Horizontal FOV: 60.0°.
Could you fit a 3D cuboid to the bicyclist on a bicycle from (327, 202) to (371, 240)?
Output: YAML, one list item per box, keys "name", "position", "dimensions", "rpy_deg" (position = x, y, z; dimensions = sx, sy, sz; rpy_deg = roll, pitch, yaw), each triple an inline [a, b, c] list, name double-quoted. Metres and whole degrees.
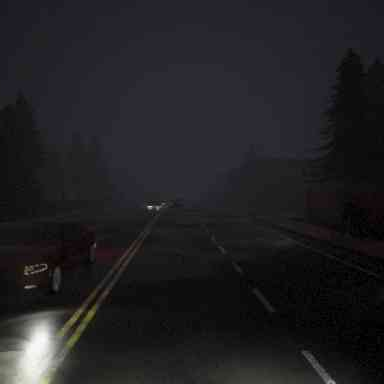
- name: "bicyclist on a bicycle"
  position: [6.844, 1.245, 14.547]
  dimensions: [1.656, 1.620, 0.582]
  rpy_deg: [-1, 0, 1]

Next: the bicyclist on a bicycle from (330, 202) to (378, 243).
- name: "bicyclist on a bicycle"
  position: [6.669, 1.246, 13.626]
  dimensions: [1.656, 1.620, 0.582]
  rpy_deg: [-1, 0, 25]

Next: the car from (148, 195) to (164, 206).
- name: "car"
  position: [-6.202, 1.604, 54.958]
  dimensions: [1.994, 1.385, 4.181]
  rpy_deg: [0, 0, -2]

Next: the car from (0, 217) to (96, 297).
- name: "car"
  position: [-3.975, 1.508, 8.927]
  dimensions: [1.882, 1.535, 5.008]
  rpy_deg: [0, 0, -3]

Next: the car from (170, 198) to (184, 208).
- name: "car"
  position: [-2.156, 1.557, 47.057]
  dimensions: [2.033, 1.411, 5.357]
  rpy_deg: [0, 0, -3]
